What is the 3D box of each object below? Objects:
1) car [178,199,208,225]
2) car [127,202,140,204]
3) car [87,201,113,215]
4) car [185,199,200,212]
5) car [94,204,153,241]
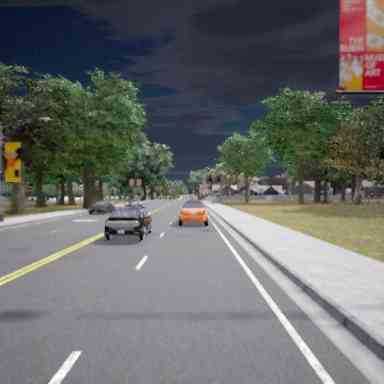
[{"bbox_3d":[0.094,1.474,25.112,2.097,1.767,4.553,0,0,0],"label":"car"},{"bbox_3d":[-6.598,1.760,37.345,1.994,1.385,4.181,0,0,0],"label":"car"},{"bbox_3d":[-9.852,1.739,36.671,2.033,1.411,5.357,0,0,0],"label":"car"},{"bbox_3d":[0.086,1.741,43.653,1.837,1.490,4.892,0,0,0],"label":"car"},{"bbox_3d":[-3.154,1.570,17.191,2.128,1.511,4.902,0,0,0],"label":"car"}]
